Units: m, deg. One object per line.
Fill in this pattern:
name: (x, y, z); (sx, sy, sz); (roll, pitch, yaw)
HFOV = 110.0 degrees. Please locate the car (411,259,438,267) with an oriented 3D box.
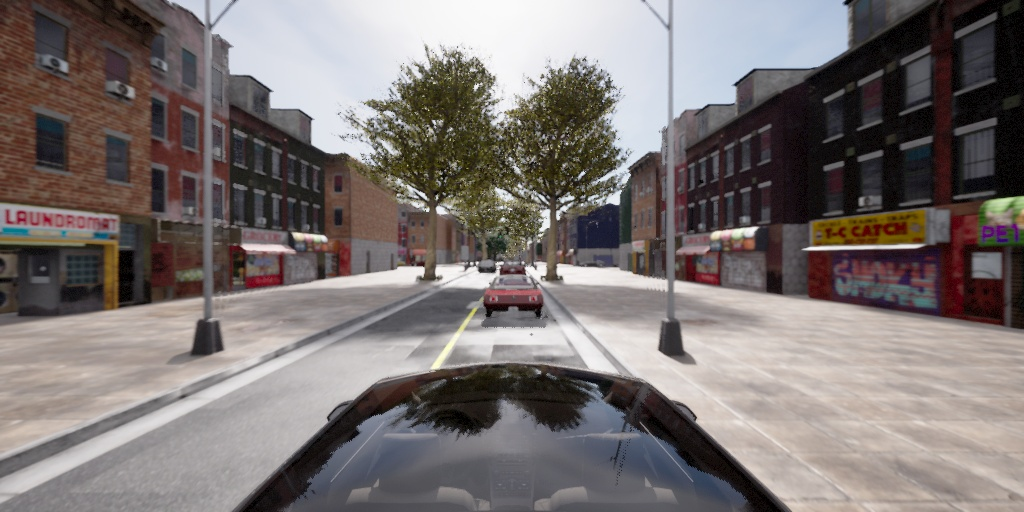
car: (-15.083, 1.229, 62.007); (4.507, 1.381, 1.888); (0, 0, 0)

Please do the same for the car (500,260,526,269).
car: (0.066, 1.071, 29.285); (2.097, 1.767, 4.553); (0, 0, 0)

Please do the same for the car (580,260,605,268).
car: (13.946, 1.327, 62.182); (4.403, 1.370, 2.007); (0, 0, 0)

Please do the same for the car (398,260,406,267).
car: (-20.932, 1.197, 61.972); (4.829, 1.417, 1.751); (0, 0, 0)

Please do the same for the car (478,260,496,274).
car: (-2.834, 1.187, 41.433); (1.882, 1.535, 5.008); (0, 0, 0)

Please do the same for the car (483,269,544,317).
car: (0.063, 1.338, 13.183); (1.895, 1.301, 4.718); (0, 0, 0)

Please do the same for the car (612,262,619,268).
car: (19.621, 1.366, 62.216); (4.313, 1.339, 1.948); (0, 0, 0)
